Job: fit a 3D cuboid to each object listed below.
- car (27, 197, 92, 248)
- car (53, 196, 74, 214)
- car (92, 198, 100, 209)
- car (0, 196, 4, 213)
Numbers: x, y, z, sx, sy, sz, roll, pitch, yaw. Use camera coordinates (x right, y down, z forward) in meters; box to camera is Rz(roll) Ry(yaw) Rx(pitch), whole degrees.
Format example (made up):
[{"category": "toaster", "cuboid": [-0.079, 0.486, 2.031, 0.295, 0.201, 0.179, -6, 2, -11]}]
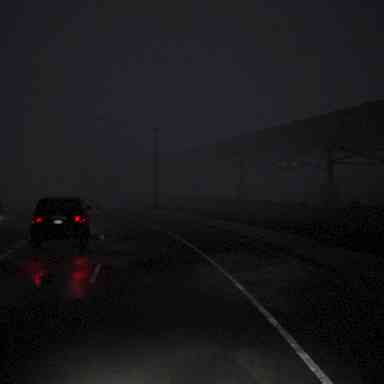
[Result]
[{"category": "car", "cuboid": [-5.864, 1.227, 15.210, 2.150, 2.045, 5.566, 0, 0, -17]}, {"category": "car", "cuboid": [-14.631, 1.397, 37.810, 2.097, 1.767, 4.553, -1, 0, -22]}, {"category": "car", "cuboid": [-13.387, 1.515, 44.098, 2.128, 1.511, 4.902, -1, 0, -22]}, {"category": "car", "cuboid": [-21.062, 1.329, 34.533, 2.150, 2.045, 5.566, -1, 0, -22]}]
